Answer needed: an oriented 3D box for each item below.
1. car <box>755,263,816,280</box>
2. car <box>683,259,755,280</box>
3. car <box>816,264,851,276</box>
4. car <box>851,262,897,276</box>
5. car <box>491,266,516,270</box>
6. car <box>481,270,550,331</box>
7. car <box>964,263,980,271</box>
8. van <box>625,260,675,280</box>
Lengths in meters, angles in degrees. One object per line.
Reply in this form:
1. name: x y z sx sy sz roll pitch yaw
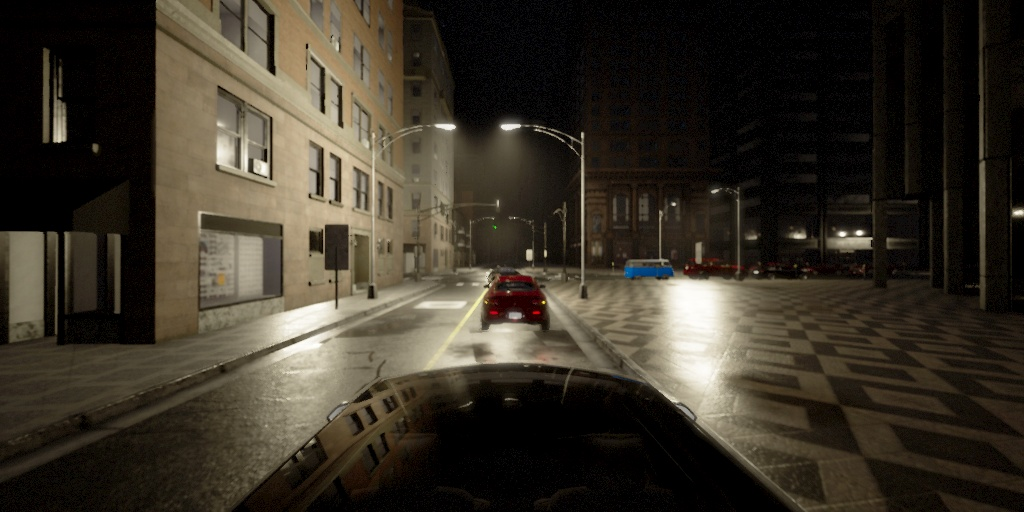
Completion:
1. car: 22.995 1.434 30.830 4.313 1.339 1.948 0 0 -1
2. car: 17.355 1.186 30.742 5.009 1.841 2.192 0 0 -1
3. car: 34.164 1.471 39.533 4.207 1.307 1.802 0 0 -1
4. car: 39.803 1.327 39.621 4.097 1.591 1.967 0 0 -1
5. car: -0.577 1.386 25.479 1.994 1.385 4.181 0 0 -9
6. car: 0.090 1.304 11.002 1.812 1.442 4.674 0 0 0
7. car: 39.912 1.300 31.096 4.097 1.591 1.967 0 0 -1
8. van: 11.715 1.212 30.654 3.998 1.789 1.690 0 0 -1
